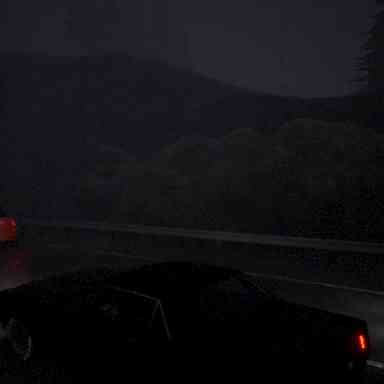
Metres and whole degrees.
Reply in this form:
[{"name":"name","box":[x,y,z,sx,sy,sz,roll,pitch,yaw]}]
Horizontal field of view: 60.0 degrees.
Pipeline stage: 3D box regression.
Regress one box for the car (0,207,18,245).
[{"name":"car","box":[-9.496,1.342,14.041,4.553,1.767,2.097,0,0,31]}]

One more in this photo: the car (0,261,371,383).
[{"name":"car","box":[-0.496,1.596,4.219,4.718,1.301,1.895,0,0,35]}]
